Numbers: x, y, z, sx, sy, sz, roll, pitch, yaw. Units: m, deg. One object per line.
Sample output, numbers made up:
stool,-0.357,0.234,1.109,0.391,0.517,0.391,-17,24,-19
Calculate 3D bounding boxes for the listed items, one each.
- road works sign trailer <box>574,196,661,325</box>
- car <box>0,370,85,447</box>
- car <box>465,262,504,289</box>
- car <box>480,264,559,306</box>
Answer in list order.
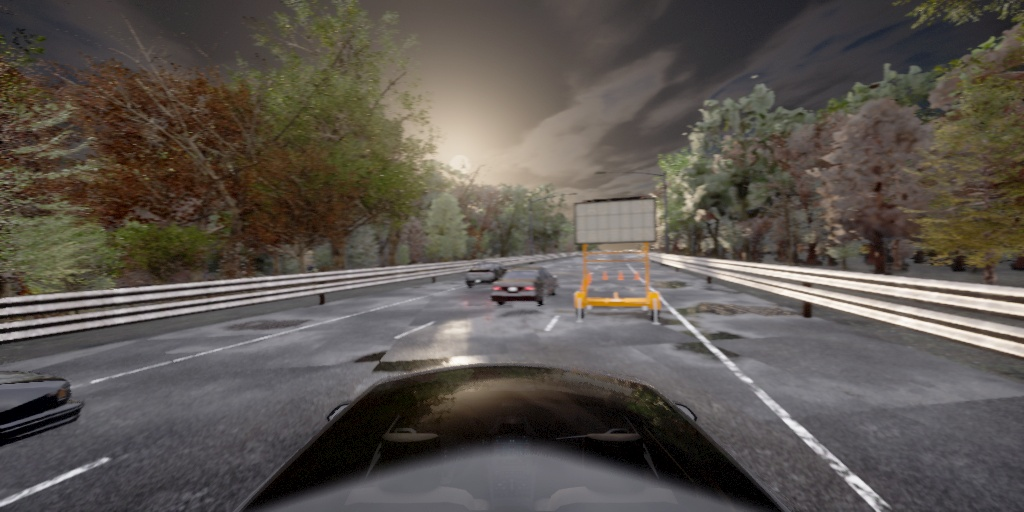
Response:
road works sign trailer,3.233,0.021,11.100,2.380,3.560,2.880,0,0,16
car,-6.403,1.477,1.793,2.033,1.411,5.357,-1,1,15
car,-1.167,1.069,21.038,2.128,1.511,4.902,-1,1,15
car,0.683,1.136,14.736,2.033,1.411,5.357,-1,1,15
